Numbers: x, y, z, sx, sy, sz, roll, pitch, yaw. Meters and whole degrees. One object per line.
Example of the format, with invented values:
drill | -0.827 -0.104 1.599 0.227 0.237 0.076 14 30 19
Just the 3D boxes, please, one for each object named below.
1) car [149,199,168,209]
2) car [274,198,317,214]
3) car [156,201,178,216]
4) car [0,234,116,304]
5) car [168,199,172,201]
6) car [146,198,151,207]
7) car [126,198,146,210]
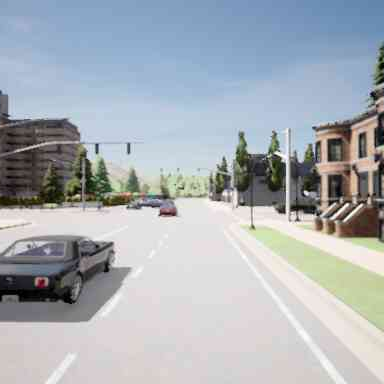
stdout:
car | -6.051 2.378 60.095 1.895 1.301 4.718 0 -1 1
car | 13.345 1.787 42.494 5.566 2.045 2.150 0 -1 0
car | -2.750 2.074 39.313 1.994 1.385 4.181 0 -1 1
car | -3.314 1.708 8.342 1.895 1.301 4.718 0 -1 1
car | -5.818 2.413 70.557 1.837 1.490 4.892 0 -1 1
car | -9.358 2.422 68.245 2.033 1.411 5.357 0 -1 1
car | -9.687 2.212 56.006 2.128 1.511 4.902 0 -1 3
